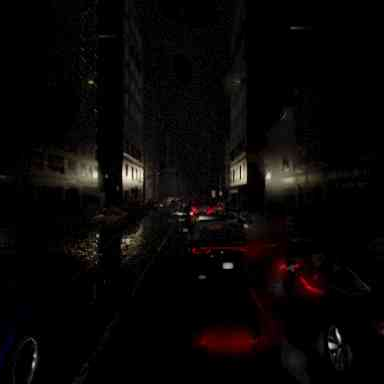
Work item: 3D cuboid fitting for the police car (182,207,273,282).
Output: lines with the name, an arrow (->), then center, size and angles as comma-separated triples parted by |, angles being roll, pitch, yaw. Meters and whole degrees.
police car -> 0.747, 1.489, 10.159 | 1.930, 1.638, 5.238 | 0, 0, -2

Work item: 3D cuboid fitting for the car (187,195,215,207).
car -> 0.880, 1.391, 26.103 | 2.150, 2.045, 5.566 | 0, 0, 0

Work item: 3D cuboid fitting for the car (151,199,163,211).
car -> -5.294, 1.721, 44.011 | 1.967, 1.590, 4.097 | 0, 0, 0

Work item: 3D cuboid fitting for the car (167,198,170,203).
car -> -5.270, 1.902, 55.047 | 2.008, 1.369, 4.403 | 0, 0, 0

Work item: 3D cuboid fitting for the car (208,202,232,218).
car -> 2.707, 1.761, 32.963 | 2.008, 1.369, 4.403 | 0, 0, 0

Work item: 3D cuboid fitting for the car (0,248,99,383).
car -> -2.839, 1.595, 4.969 | 1.994, 1.385, 4.181 | 0, 0, 0

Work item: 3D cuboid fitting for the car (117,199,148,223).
car -> -5.330, 1.490, 27.457 | 2.192, 1.841, 5.009 | 0, 0, 0

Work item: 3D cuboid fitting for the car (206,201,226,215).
car -> 2.719, 1.796, 38.482 | 2.008, 1.369, 4.403 | 0, 0, 0

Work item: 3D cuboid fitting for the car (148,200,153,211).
car -> -5.318, 1.792, 32.973 | 1.802, 1.307, 4.206 | 0, 0, 0

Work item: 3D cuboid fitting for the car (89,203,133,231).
car -> -5.337, 1.663, 21.769 | 1.752, 1.417, 4.829 | 0, 0, 0

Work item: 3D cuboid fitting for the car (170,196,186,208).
car -> -2.662, 1.849, 55.825 | 2.128, 1.511, 4.902 | 0, -1, 1

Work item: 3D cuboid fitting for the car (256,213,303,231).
car -> 2.660, 1.613, 10.888 | 1.887, 1.381, 4.507 | 0, 0, 0

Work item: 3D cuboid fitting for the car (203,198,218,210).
car -> 2.743, 1.757, 49.520 | 1.967, 1.590, 4.097 | 0, 0, 0

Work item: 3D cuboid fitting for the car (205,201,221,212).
car -> 2.731, 1.863, 44.000 | 1.802, 1.307, 4.206 | 0, 0, 0

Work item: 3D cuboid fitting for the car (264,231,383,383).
car -> 2.648, 1.600, 5.369 | 1.947, 1.339, 4.313 | 0, 0, 0

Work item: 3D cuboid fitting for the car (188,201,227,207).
car -> 0.851, 1.585, 20.265 | 1.801, 1.575, 5.366 | 0, 0, 0

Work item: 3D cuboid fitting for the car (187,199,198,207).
car -> 0.130, 1.989, 60.802 | 1.895, 1.301, 4.718 | 0, 0, 0

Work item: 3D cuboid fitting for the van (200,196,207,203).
van -> 2.814, 1.865, 82.120 | 1.690, 1.788, 3.998 | 0, 0, 0

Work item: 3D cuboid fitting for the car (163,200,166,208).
car -> -5.282, 1.841, 49.358 | 1.752, 1.417, 4.829 | 0, 0, 0

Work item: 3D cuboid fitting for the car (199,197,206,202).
car -> 2.839, 2.178, 93.481 | 1.802, 1.307, 4.206 | 0, 0, 0

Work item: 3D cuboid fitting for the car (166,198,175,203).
car -> -5.211, 2.074, 82.128 | 2.008, 1.369, 4.403 | 0, 0, 0
